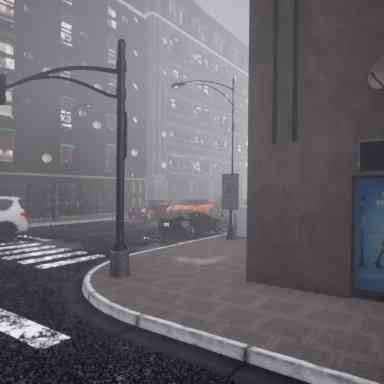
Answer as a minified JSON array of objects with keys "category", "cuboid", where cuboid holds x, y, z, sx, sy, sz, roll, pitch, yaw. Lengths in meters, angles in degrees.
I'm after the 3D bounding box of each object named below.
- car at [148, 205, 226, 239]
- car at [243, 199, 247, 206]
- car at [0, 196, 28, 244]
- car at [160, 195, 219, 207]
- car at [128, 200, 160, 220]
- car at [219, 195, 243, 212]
[{"category":"car","cuboid":[-0.029,1.599,17.700,1.947,1.339,4.313,1,1,35]},{"category":"car","cuboid":[6.362,1.483,40.522,1.802,1.307,4.206,1,1,35]},{"category":"car","cuboid":[-9.635,1.203,13.454,2.150,2.045,5.566,0,0,35]},{"category":"car","cuboid":[-0.117,1.304,26.994,2.097,1.767,4.553,1,1,35]},{"category":"car","cuboid":[-3.267,1.362,26.799,1.967,1.590,4.097,1,1,35]},{"category":"car","cuboid":[3.155,1.224,35.946,2.192,1.841,5.009,1,1,35]}]
